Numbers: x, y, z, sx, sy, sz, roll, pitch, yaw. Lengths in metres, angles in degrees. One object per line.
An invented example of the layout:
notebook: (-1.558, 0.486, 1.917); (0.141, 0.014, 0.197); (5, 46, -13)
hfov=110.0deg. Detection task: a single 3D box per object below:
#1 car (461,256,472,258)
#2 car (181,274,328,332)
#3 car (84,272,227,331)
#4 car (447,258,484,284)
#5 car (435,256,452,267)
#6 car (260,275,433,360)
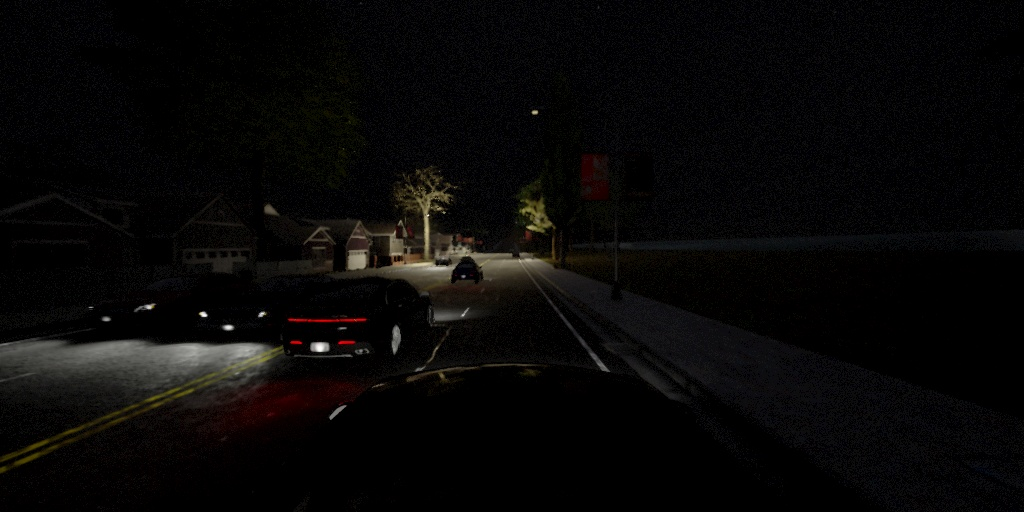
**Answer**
car: (-6.574, 0.762, 51.670); (1.837, 1.490, 4.892); (0, 1, 0)
car: (-6.599, 1.269, 10.998); (2.033, 1.411, 5.357); (0, 0, 0)
car: (-9.849, 1.247, 11.027); (1.812, 1.442, 4.674); (0, 0, 0)
car: (-3.150, 1.121, 25.528); (1.812, 1.442, 4.674); (0, 1, 0)
car: (-9.824, 0.748, 51.672); (2.128, 1.511, 4.902); (0, 1, 0)
car: (-3.150, 1.238, 8.302); (1.837, 1.490, 4.892); (0, 0, 0)
